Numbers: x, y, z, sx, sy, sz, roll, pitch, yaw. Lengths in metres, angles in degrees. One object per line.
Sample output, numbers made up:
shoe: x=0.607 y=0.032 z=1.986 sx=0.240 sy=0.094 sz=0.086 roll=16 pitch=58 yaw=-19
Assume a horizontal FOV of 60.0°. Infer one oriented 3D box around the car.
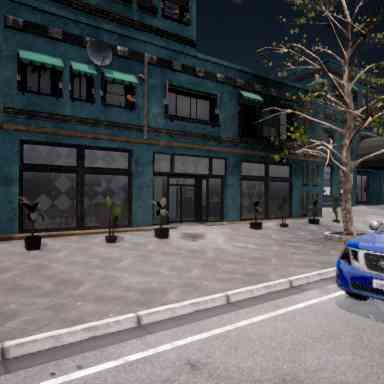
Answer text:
car: x=5.501 y=1.237 z=7.265 sx=5.566 sy=2.045 sz=2.150 roll=0 pitch=0 yaw=-35
